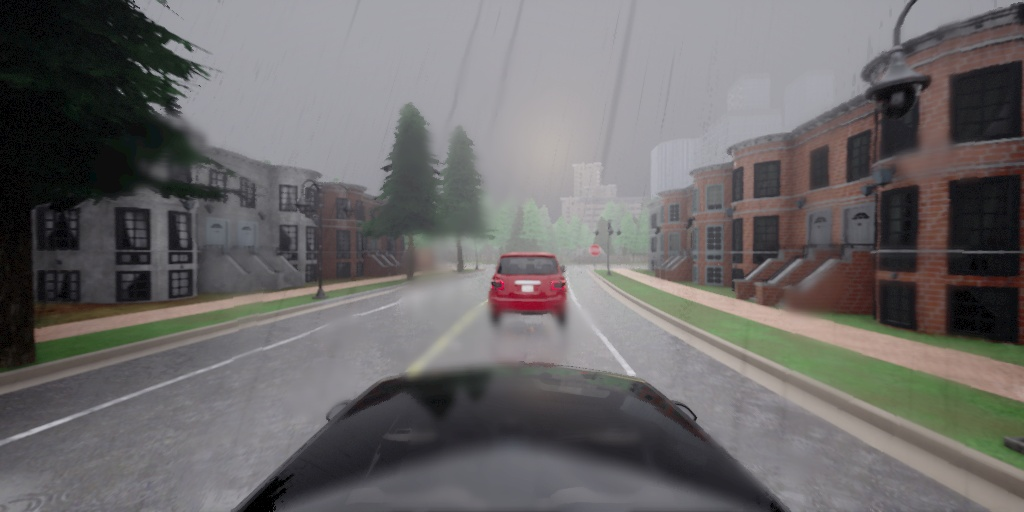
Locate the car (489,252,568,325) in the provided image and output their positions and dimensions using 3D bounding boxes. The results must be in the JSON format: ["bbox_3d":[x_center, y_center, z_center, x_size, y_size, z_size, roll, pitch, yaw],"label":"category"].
[{"bbox_3d":[0.593,0.886,11.626,2.150,2.045,5.566,0,0,4],"label":"car"}]
